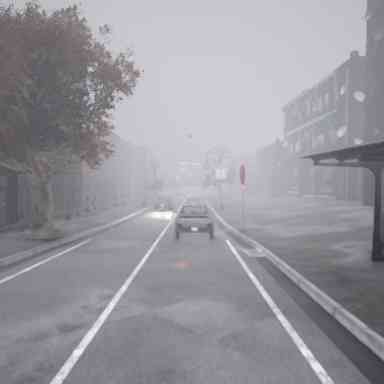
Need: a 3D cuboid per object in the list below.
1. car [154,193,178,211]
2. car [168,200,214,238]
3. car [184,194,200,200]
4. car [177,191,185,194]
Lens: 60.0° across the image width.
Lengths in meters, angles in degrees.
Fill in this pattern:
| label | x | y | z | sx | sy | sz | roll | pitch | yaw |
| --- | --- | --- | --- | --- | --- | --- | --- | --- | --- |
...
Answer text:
| label | x | y | z | sx | sy | sz | roll | pitch | yaw |
| --- | --- | --- | --- | --- | --- | --- | --- | --- | --- |
| car | -3.026 | 1.192 | 36.427 | 2.128 | 1.511 | 4.902 | 0 | 1 | 1 |
| car | 0.120 | 1.421 | 17.290 | 2.128 | 1.511 | 4.902 | 0 | 0 | 0 |
| car | 0.189 | 1.252 | 36.150 | 2.033 | 1.411 | 5.357 | 0 | 1 | 0 |
| car | -2.601 | 0.317 | 78.002 | 1.812 | 1.442 | 4.674 | 0 | 1 | 0 |
